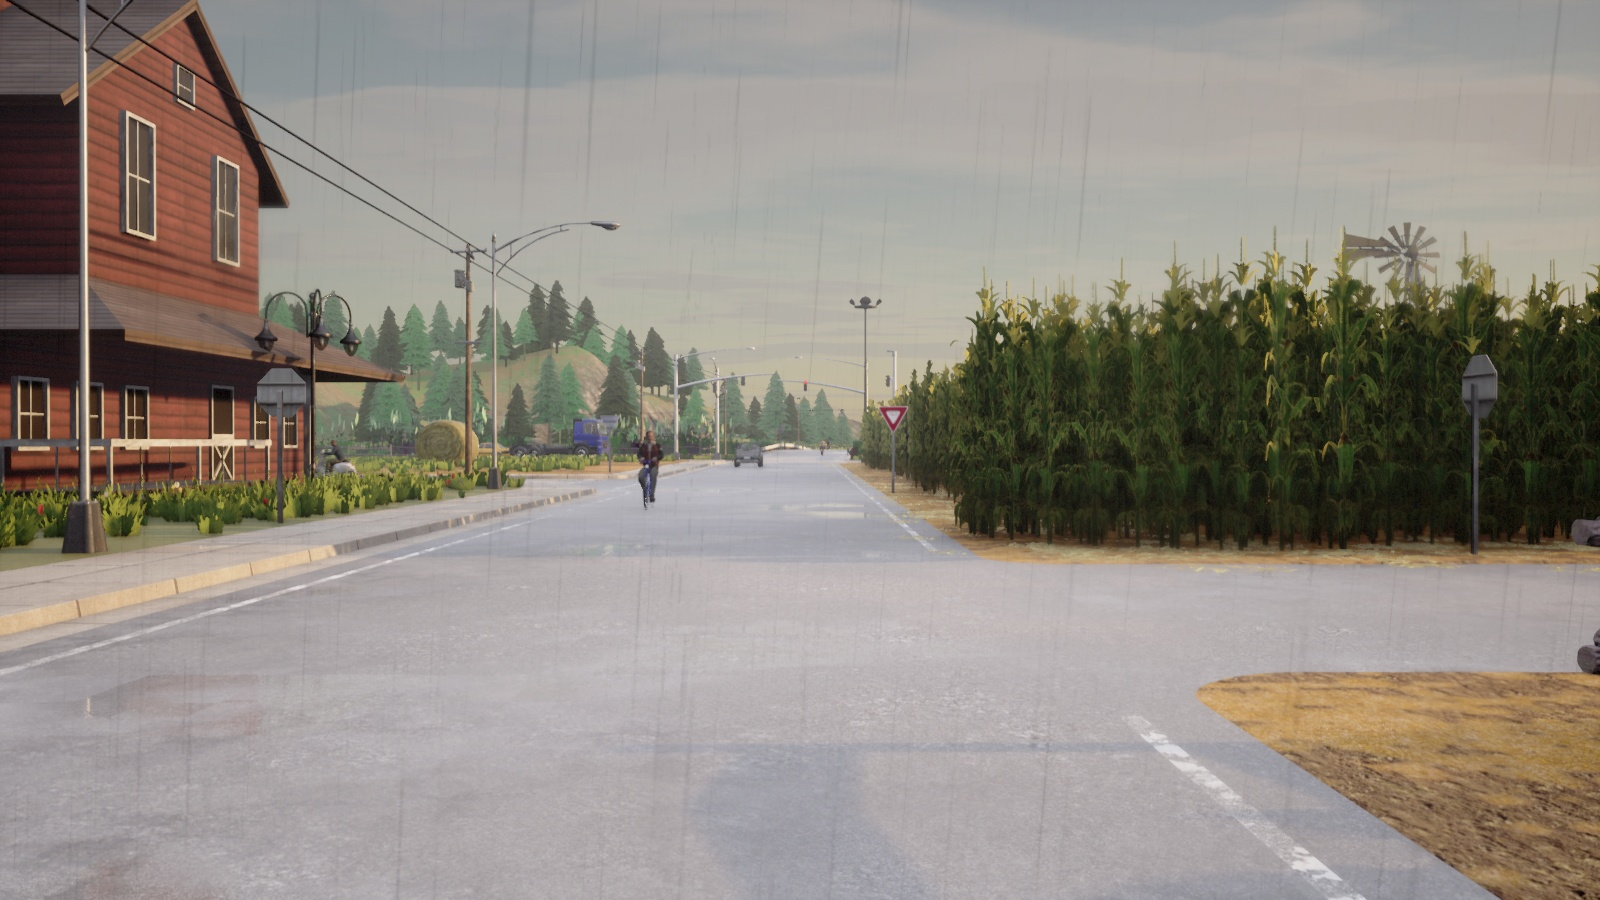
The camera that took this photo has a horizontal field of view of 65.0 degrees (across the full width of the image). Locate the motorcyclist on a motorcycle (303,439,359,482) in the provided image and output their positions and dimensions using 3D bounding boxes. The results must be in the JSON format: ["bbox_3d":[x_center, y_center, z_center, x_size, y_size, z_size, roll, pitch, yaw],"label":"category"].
[{"bbox_3d":[-17.687,0.383,47.373,1.817,1.590,0.866,0,0,-1],"label":"motorcyclist on a motorcycle"}]

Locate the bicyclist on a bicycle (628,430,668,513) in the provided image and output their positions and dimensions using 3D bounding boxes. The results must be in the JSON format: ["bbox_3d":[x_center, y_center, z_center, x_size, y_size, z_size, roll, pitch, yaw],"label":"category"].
[{"bbox_3d":[-3.359,0.452,27.827,0.659,1.776,1.843,0,0,0],"label":"bicyclist on a bicycle"}]

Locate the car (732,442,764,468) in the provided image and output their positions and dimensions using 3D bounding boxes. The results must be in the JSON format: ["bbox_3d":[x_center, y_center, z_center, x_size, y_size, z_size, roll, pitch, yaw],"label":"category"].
[{"bbox_3d":[-3.135,0.275,76.914,1.789,1.549,3.705,0,0,0],"label":"car"}]
